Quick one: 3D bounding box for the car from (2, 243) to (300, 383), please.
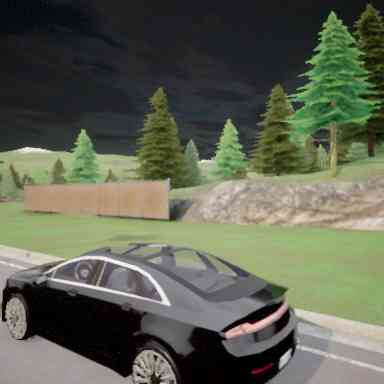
[{"bbox_3d":[-0.965,1.526,4.920,4.902,1.511,2.128,0,0,37],"label":"car"}]
